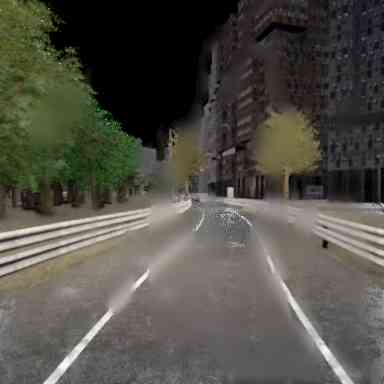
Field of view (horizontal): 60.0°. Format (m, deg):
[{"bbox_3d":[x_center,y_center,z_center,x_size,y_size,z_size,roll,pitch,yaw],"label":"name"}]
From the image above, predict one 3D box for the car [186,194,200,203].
[{"bbox_3d":[0.169,1.290,68.992,2.097,1.767,4.553,0,0,-12],"label":"car"}]
